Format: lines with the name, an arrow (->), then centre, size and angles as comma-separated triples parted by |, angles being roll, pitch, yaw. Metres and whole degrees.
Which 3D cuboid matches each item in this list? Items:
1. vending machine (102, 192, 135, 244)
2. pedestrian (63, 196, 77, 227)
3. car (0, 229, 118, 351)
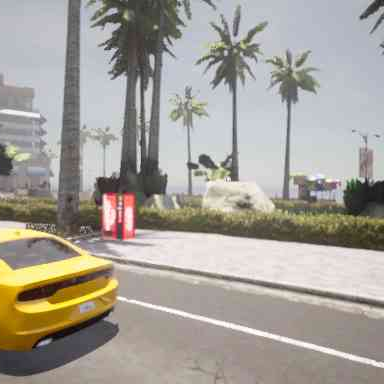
vending machine -> -3.127, 1.058, 14.180 | 0.880, 2.100, 1.100 | 1, 0, 27
pedestrian -> -4.926, 0.991, 13.553 | 0.375, 1.860, 0.375 | 1, 0, 26
car -> -3.562, 1.398, 5.846 | 5.008, 1.535, 1.882 | 1, 0, 31
